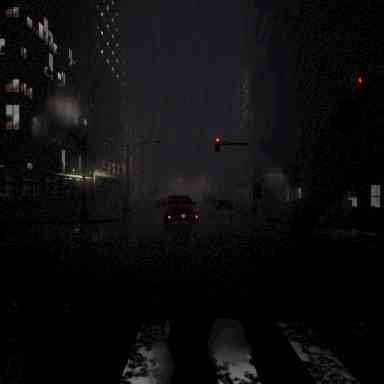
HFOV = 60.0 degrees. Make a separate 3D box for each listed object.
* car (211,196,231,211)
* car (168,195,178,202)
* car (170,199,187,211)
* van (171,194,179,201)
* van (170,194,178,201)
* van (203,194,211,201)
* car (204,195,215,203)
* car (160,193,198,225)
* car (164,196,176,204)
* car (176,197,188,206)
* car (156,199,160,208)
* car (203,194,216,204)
[{"bbox_3d":[3.847,1.579,41.770,1.947,1.339,4.313,0,0,0],"label":"car"},{"bbox_3d":[-4.286,1.426,74.886,1.967,1.590,4.097,0,0,0],"label":"car"},{"bbox_3d":[-1.617,1.578,41.958,1.994,1.385,4.181,0,0,0],"label":"car"},{"bbox_3d":[-4.354,1.315,85.940,1.690,1.788,3.998,0,0,0],"label":"van"},{"bbox_3d":[-4.320,1.321,80.413,1.690,1.788,3.998,0,0,0],"label":"van"},{"bbox_3d":[3.560,1.321,80.461,1.690,1.788,3.998,0,0,0],"label":"van"},{"bbox_3d":[3.628,1.432,69.407,1.967,1.590,4.097,0,0,0],"label":"car"},{"bbox_3d":[-0.977,1.243,24.755,2.150,2.045,5.566,0,0,-8],"label":"car"},{"bbox_3d":[-4.218,1.564,63.830,1.947,1.339,4.313,0,0,0],"label":"car"},{"bbox_3d":[-1.689,1.530,56.877,1.812,1.442,4.674,0,0,0],"label":"car"},{"bbox_3d":[-4.117,1.593,47.248,1.802,1.307,4.206,0,0,0],"label":"car"},{"bbox_3d":[3.662,1.313,63.878,2.192,1.841,5.009,0,0,0],"label":"car"}]
